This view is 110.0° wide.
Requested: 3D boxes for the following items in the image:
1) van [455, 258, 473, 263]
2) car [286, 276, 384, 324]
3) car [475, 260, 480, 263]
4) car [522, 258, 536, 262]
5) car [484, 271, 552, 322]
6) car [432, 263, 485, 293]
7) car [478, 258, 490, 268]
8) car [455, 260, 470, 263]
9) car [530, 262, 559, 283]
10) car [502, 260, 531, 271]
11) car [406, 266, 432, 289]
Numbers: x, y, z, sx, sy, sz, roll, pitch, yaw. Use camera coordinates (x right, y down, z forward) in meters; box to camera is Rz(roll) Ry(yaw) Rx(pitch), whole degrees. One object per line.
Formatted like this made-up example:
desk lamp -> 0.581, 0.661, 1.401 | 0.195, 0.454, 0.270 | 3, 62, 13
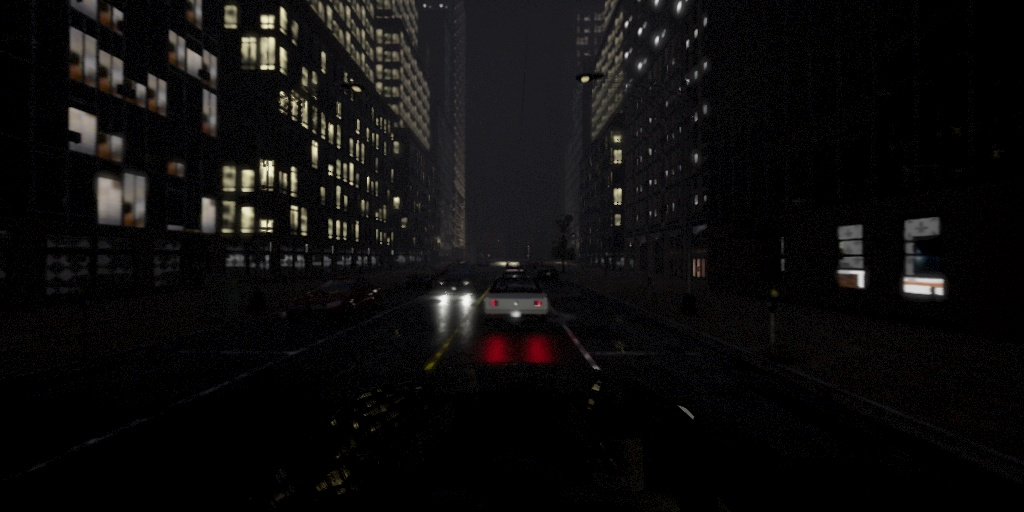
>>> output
van -> -5.583, 1.163, 40.502 | 1.690, 1.789, 3.998 | 0, 0, 0
car -> -5.666, 1.345, 12.039 | 1.802, 1.307, 4.207 | 0, 0, 0
car -> -5.566, 1.415, 46.194 | 1.802, 1.307, 4.207 | 0, 0, 0
car -> 2.832, 1.300, 51.847 | 1.967, 1.591, 4.097 | 0, 0, 0
car -> 0.126, 1.376, 12.389 | 1.895, 1.301, 4.718 | 0, 0, 0
car -> -3.036, 1.336, 21.402 | 2.033, 1.411, 5.357 | 0, 0, 0
car -> -5.515, 1.303, 63.270 | 1.967, 1.591, 4.097 | 0, 0, 0
car -> -5.599, 1.356, 34.810 | 1.888, 1.381, 4.507 | 0, 0, 0
car -> 2.764, 1.382, 29.080 | 1.948, 1.339, 4.313 | 0, 0, 0
car -> 0.176, 1.303, 29.304 | 2.128, 1.511, 4.902 | 0, 0, 0
car -> -5.633, 1.338, 23.425 | 2.007, 1.370, 4.403 | 0, 0, 0
